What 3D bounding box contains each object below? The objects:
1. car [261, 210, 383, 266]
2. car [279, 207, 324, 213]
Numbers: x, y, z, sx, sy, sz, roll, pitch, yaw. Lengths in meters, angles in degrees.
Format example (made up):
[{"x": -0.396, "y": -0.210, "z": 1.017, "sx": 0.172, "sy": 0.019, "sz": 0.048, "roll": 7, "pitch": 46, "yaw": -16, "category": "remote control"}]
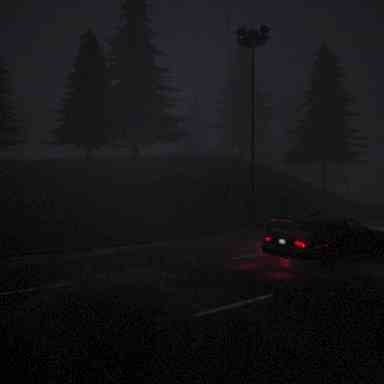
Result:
[{"x": 4.792, "y": 1.554, "z": 11.530, "sx": 5.357, "sy": 1.411, "sz": 2.033, "roll": 0, "pitch": 0, "yaw": -35, "category": "car"}, {"x": 5.833, "y": 1.501, "z": 16.536, "sx": 4.902, "sy": 1.511, "sz": 2.128, "roll": 0, "pitch": 0, "yaw": -35, "category": "car"}]
